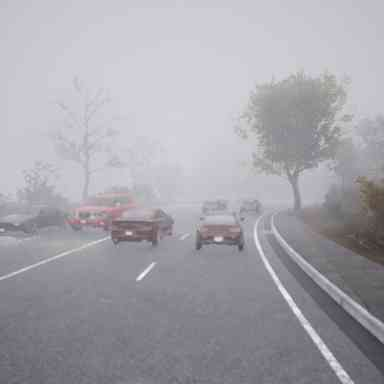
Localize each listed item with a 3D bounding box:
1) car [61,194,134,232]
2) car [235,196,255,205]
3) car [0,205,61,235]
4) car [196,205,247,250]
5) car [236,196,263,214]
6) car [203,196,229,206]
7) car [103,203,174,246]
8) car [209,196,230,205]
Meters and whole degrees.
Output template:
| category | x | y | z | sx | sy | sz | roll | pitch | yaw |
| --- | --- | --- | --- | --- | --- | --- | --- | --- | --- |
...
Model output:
| category | x | y | z | sx | sy | sz | roll | pitch | yaw |
| --- | --- | --- | --- | --- | --- | --- | --- | --- | --- |
| car | -5.124 | 1.171 | 19.902 | 2.150 | 2.045 | 5.566 | 0 | 0 | 10 |
| car | 9.402 | 1.452 | 58.933 | 1.837 | 1.490 | 4.892 | 0 | 0 | 30 |
| car | -8.872 | 1.482 | 18.927 | 2.033 | 1.411 | 5.357 | 0 | 0 | 10 |
| car | 1.258 | 1.512 | 14.178 | 1.812 | 1.442 | 4.674 | 0 | 0 | 8 |
| car | 6.318 | 1.471 | 35.183 | 2.128 | 1.511 | 4.902 | 0 | 0 | 19 |
| car | 2.484 | 1.451 | 34.762 | 2.128 | 1.511 | 4.902 | 0 | 0 | 18 |
| car | -2.107 | 1.448 | 15.372 | 1.882 | 1.535 | 5.008 | 0 | 0 | 8 |
| car | 4.922 | 1.447 | 58.222 | 1.812 | 1.442 | 4.674 | 0 | 0 | 29 |
